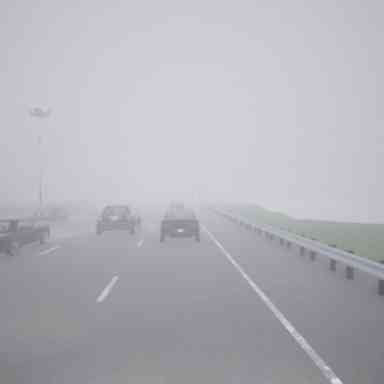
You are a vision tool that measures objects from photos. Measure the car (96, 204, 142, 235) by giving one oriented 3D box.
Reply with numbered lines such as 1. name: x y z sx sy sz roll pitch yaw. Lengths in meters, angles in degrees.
1. car: -4.281 1.493 20.123 2.097 1.767 4.553 -1 0 -3

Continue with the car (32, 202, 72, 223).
1. car: -11.651 1.799 27.559 2.033 1.411 5.357 -1 0 -3

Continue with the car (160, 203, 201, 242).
1. car: -0.630 1.567 17.177 1.882 1.535 5.008 -1 0 -3

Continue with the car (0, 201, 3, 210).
1. car: -30.431 2.075 49.642 1.812 1.442 4.674 -1 0 -2

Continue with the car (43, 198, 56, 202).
1. car: -35.583 2.196 83.215 1.812 1.442 4.674 -1 0 -3

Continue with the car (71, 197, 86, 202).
1. car: -24.570 2.195 73.323 1.895 1.301 4.718 -1 0 -3

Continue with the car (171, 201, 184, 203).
1. car: -1.534 1.678 35.412 2.128 1.511 4.902 -1 0 -3

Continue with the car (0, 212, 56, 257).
1. car: -7.452 1.742 13.505 1.895 1.301 4.718 -1 0 -3

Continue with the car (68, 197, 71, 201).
1. car: -28.571 1.975 83.102 2.097 1.767 4.553 -1 0 -3
